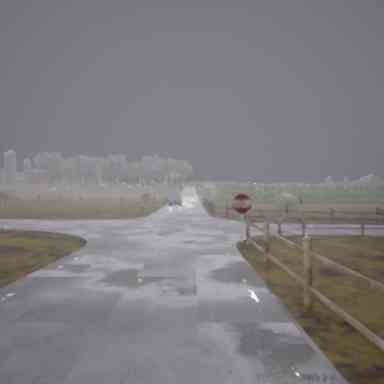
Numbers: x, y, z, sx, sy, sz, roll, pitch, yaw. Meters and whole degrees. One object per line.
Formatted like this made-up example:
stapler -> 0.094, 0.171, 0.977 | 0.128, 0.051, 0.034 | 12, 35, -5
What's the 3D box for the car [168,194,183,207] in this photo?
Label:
car -> -2.748, 1.410, 55.861 | 2.150, 2.045, 5.566 | 0, 1, 0
